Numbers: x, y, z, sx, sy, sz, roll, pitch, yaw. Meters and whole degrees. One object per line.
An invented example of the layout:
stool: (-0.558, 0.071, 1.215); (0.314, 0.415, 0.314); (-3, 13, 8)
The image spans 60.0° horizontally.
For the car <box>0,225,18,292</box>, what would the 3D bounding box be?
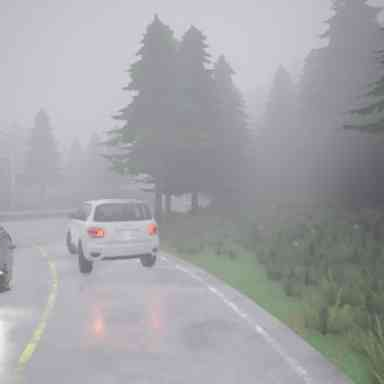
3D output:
car: (-5.740, 1.598, 8.787); (2.033, 1.411, 5.357); (0, 0, -27)

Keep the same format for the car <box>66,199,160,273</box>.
car: (-2.839, 1.260, 11.231); (2.150, 2.045, 5.566); (0, -1, -25)
